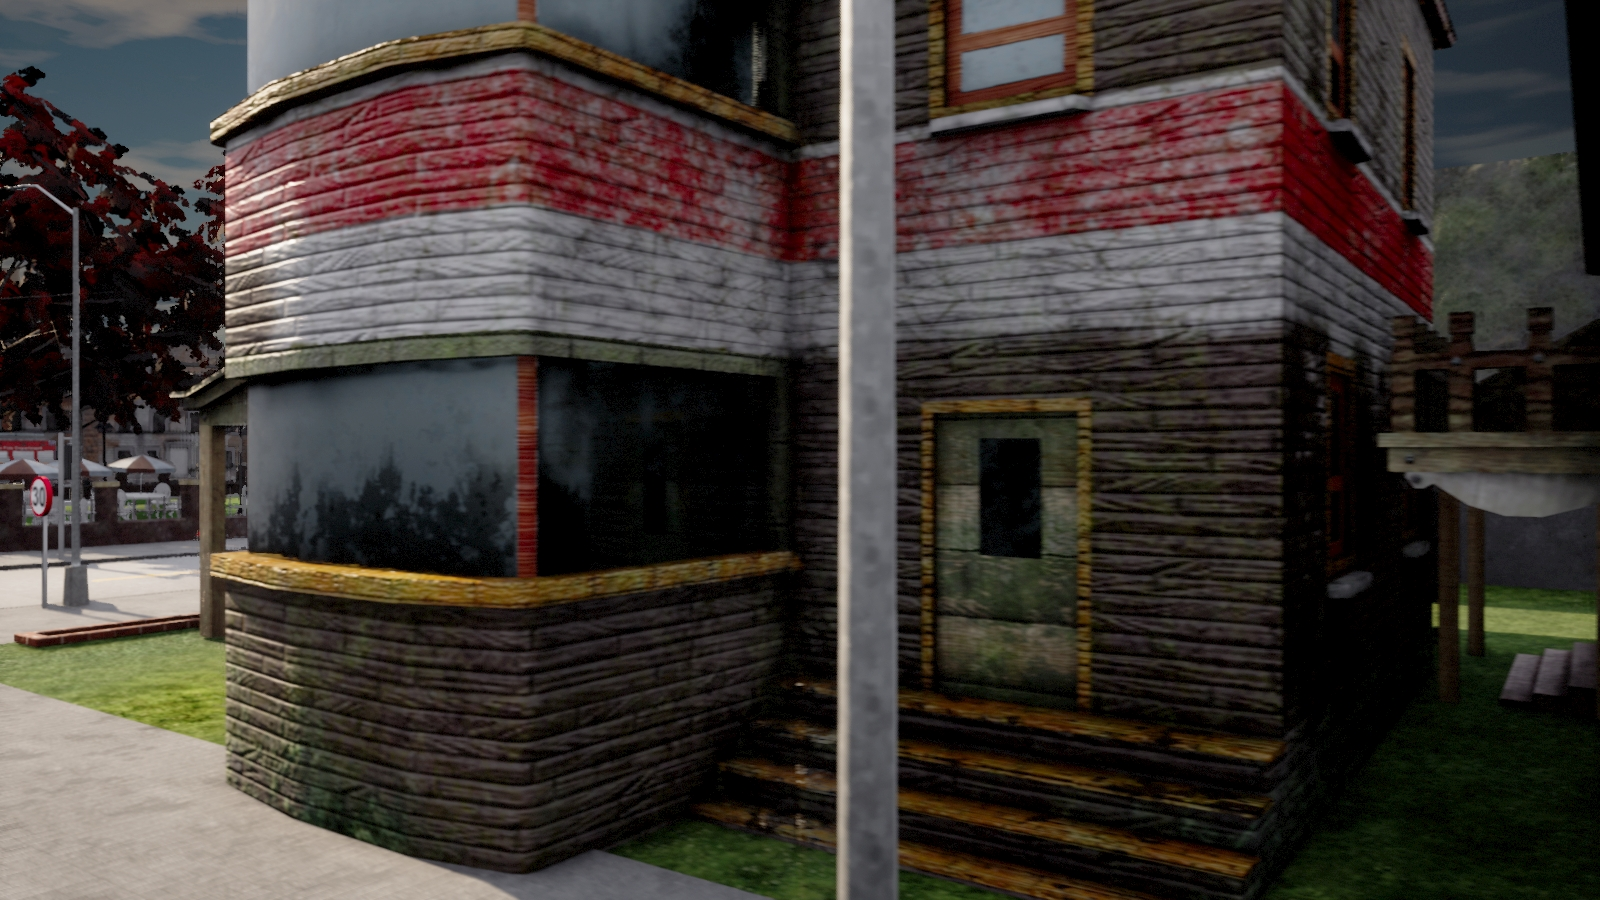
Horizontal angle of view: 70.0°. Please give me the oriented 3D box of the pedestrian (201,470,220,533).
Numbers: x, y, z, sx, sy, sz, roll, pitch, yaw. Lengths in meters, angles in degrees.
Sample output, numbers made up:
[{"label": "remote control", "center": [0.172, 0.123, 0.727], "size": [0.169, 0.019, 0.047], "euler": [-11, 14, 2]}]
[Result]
[{"label": "pedestrian", "center": [-17.498, 1.520, 33.933], "size": [0.375, 1.860, 0.375], "euler": [0, 0, 35]}]
